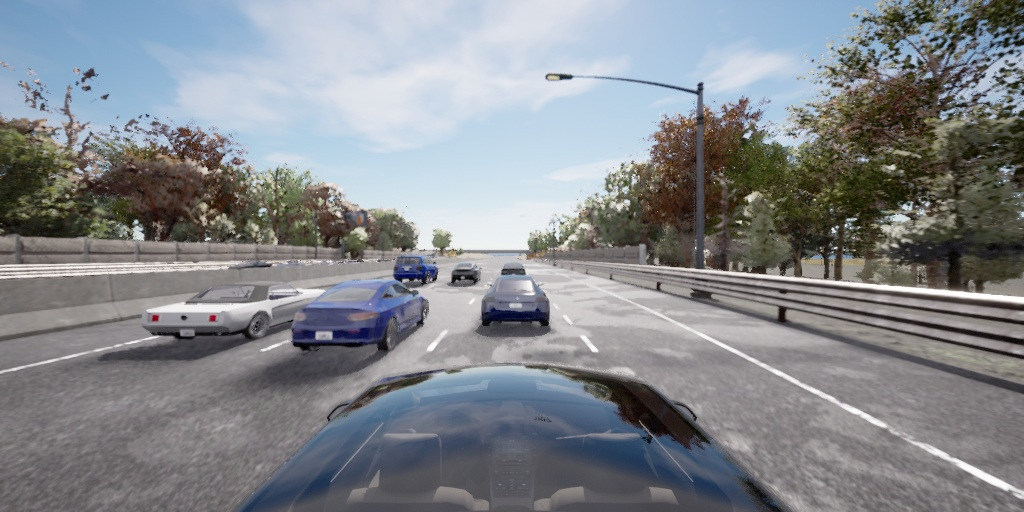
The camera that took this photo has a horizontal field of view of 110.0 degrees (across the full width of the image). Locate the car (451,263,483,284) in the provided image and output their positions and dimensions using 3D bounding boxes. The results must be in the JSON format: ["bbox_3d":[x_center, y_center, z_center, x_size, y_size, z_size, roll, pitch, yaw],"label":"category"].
[{"bbox_3d":[-3.400,1.247,27.171,1.837,1.490,4.892,0,0,0],"label":"car"}]

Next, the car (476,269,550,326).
[{"bbox_3d":[0.101,1.308,11.706,1.994,1.385,4.181,0,0,0],"label":"car"}]

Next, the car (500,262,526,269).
[{"bbox_3d":[0.101,1.220,28.693,1.882,1.535,5.008,0,0,0],"label":"car"}]

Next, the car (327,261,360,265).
[{"bbox_3d":[-17.596,1.294,39.152,2.033,1.411,5.357,0,0,0],"label":"car"}]

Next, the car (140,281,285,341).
[{"bbox_3d":[-6.900,1.346,9.848,1.895,1.301,4.718,0,0,0],"label":"car"}]

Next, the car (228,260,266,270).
[{"bbox_3d":[-28.086,1.224,38.724,1.882,1.535,5.008,0,0,0],"label":"car"}]

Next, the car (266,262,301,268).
[{"bbox_3d":[-24.587,1.310,39.819,1.994,1.385,4.181,0,0,0],"label":"car"}]

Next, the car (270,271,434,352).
[{"bbox_3d":[-3.399,1.271,8.787,1.812,1.442,4.674,0,0,0],"label":"car"}]

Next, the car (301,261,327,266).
[{"bbox_3d":[-21.087,1.294,40.640,2.033,1.411,5.357,0,0,0],"label":"car"}]

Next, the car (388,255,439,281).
[{"bbox_3d":[-6.904,0.964,26.242,2.150,2.045,5.566,0,0,0],"label":"car"}]
